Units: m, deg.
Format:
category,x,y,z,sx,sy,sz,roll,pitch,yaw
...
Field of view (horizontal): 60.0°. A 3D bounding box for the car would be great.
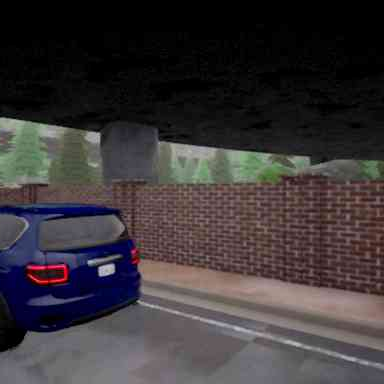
category,x,y,z,sx,sy,sz,roll,pitch,yaw
car,-3.471,1.239,6.381,5.566,2.045,2.150,0,0,34
